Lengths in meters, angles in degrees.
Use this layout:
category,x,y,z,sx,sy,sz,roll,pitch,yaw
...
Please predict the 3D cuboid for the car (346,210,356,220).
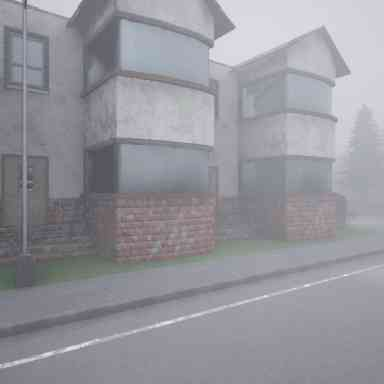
category,x,y,z,sx,sy,sz,roll,pitch,yaw
car,10.323,1.547,27.038,2.033,1.411,5.357,0,0,-35
